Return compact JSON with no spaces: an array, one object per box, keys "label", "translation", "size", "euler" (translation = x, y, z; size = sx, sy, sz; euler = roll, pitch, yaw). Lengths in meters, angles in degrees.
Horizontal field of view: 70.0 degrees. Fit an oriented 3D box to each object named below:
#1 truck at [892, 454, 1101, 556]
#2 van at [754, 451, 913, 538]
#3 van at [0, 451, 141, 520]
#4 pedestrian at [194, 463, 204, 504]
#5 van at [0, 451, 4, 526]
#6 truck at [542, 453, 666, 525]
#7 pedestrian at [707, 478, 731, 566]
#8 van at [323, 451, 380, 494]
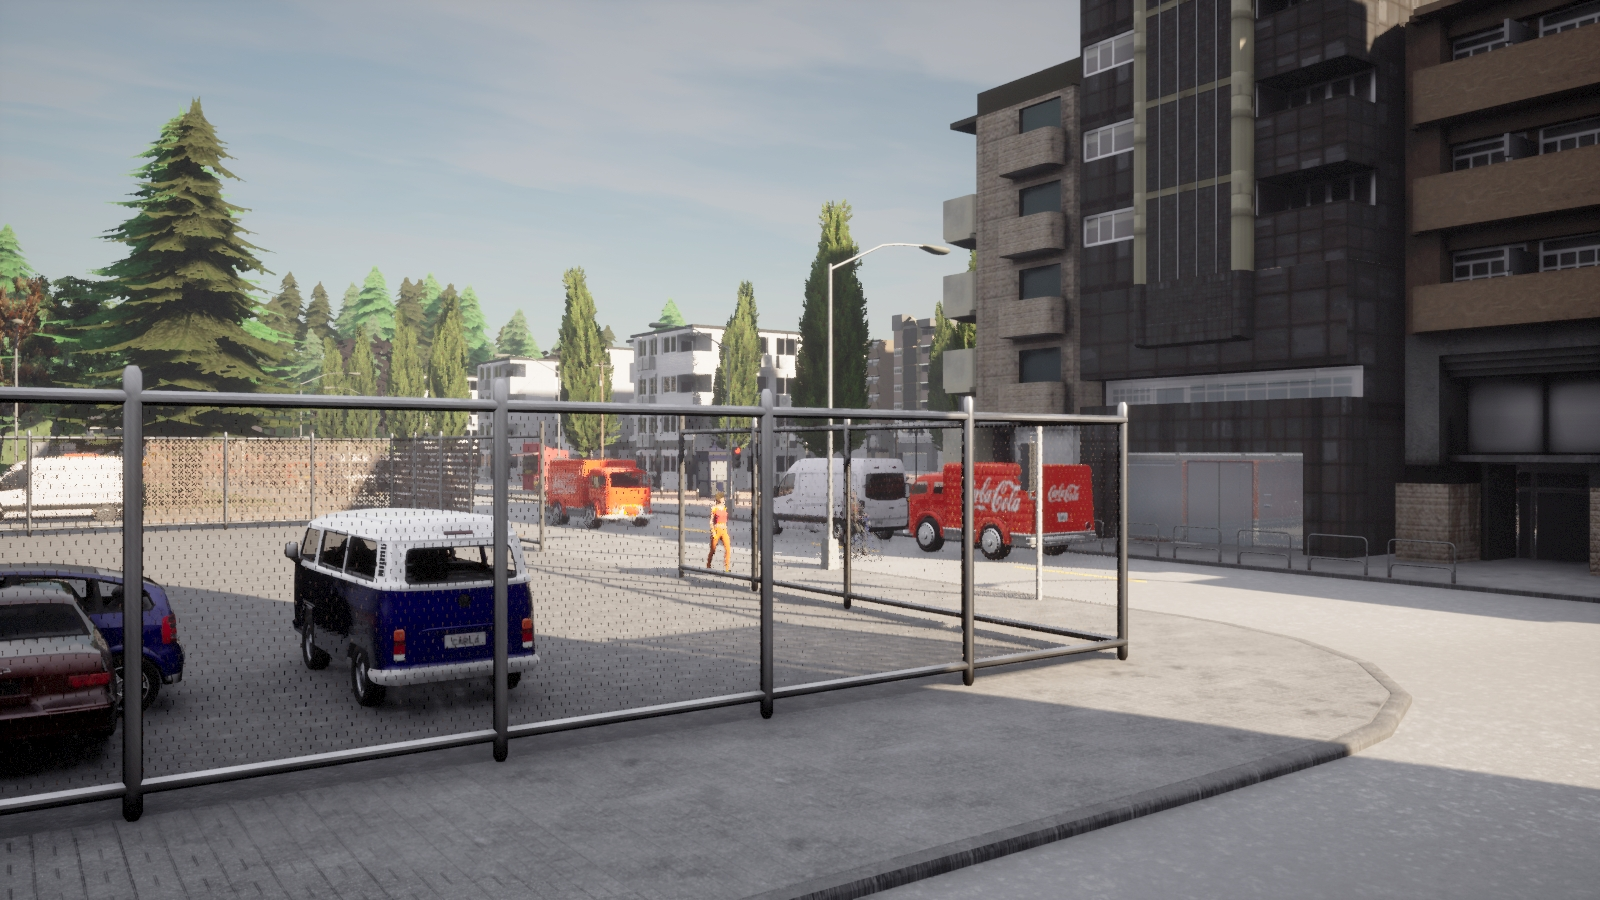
[{"label":"truck","translation":[5.157,1.349,30.740],"size":[2.627,2.467,5.204],"euler":[0,0,-35]},{"label":"van","translation":[0.943,1.314,36.724],"size":[1.988,2.561,5.915],"euler":[0,0,-35]},{"label":"van","translation":[-28.935,1.314,44.132],"size":[5.915,2.561,1.988],"euler":[0,0,-34]},{"label":"pedestrian","translation":[-27.358,1.526,52.011],"size":[0.375,1.860,0.375],"euler":[0,0,-35]},{"label":"van","translation":[-30.384,1.314,38.452],"size":[5.915,2.561,1.988],"euler":[0,0,-35]},{"label":"truck","translation":[-7.268,1.350,41.930],"size":[2.627,2.467,5.204],"euler":[0,0,-33]},{"label":"pedestrian","translation":[-1.733,1.524,24.371],"size":[0.375,1.860,0.375],"euler":[0,0,-35]},{"label":"van","translation":[-27.847,1.314,70.790],"size":[1.988,2.561,5.915],"euler":[0,0,-35]}]
